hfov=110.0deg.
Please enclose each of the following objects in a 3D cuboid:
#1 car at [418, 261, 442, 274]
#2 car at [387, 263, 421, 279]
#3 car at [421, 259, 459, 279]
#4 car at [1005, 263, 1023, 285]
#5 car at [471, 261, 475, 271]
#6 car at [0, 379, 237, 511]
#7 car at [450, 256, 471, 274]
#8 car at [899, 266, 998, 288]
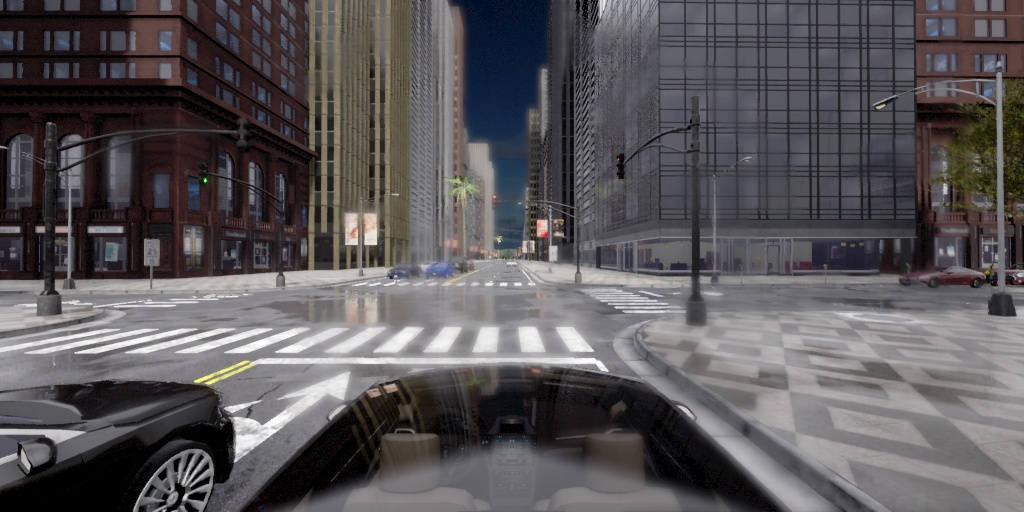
[{"bbox_3d":[-9.923,1.371,43.729,1.812,1.442,4.674,0,0,0],"label":"car"},{"bbox_3d":[-9.871,1.361,33.542,2.033,1.411,5.357,0,0,3],"label":"car"},{"bbox_3d":[-6.651,1.291,33.573,1.882,1.535,5.008,0,0,2],"label":"car"},{"bbox_3d":[32.068,1.116,22.125,4.097,1.591,1.967,0,0,-1],"label":"car"},{"bbox_3d":[-6.670,1.411,53.970,1.812,1.442,4.674,0,0,0],"label":"car"},{"bbox_3d":[-3.138,1.241,0.933,2.128,1.511,4.902,0,0,-1],"label":"car"},{"bbox_3d":[-6.669,1.067,43.680,2.150,2.045,5.566,0,0,0],"label":"car"},{"bbox_3d":[26.430,1.274,22.027,4.207,1.307,1.802,0,0,-1],"label":"car"}]
